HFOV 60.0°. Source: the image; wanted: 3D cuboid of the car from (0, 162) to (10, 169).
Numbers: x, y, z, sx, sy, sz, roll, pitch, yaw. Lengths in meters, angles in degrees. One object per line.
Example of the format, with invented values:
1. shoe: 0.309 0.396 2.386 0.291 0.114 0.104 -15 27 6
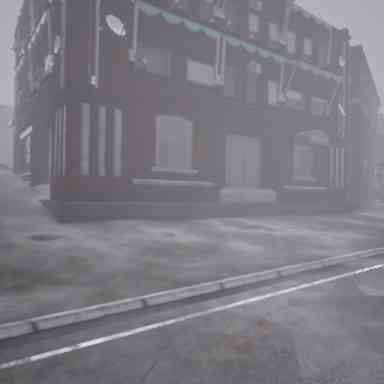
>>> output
1. car: -18.347 -2.494 28.746 2.002 1.452 4.674 0 -2 40
